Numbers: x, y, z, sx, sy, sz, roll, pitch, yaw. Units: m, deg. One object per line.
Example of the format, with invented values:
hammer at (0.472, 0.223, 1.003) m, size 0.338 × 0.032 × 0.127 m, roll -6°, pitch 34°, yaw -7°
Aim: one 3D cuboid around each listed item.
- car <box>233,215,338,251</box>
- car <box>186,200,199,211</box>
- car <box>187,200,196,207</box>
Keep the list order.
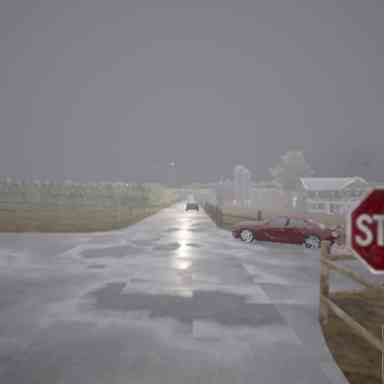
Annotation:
car at (4.564, 1.865, 16.607) m, size 5.008 × 1.535 × 1.882 m, roll 3°, pitch 1°, yaw 21°
car at (0.060, 2.173, 52.799) m, size 1.882 × 1.535 × 5.008 m, roll 0°, pitch -1°, yaw 0°
car at (-0.039, 2.404, 70.404) m, size 1.882 × 1.535 × 5.008 m, roll 0°, pitch -1°, yaw 0°
